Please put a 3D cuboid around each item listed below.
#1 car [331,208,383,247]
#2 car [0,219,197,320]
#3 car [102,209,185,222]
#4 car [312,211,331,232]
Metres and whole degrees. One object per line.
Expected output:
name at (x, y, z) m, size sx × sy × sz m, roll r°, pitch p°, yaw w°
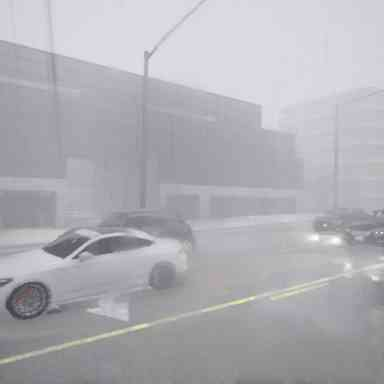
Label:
car at (8.506, 1.522, 14.364) m, size 4.902 × 1.511 × 2.128 m, roll -1°, pitch 0°, yaw -35°
car at (-2.214, 1.562, 7.494) m, size 4.674 × 1.442 × 1.812 m, roll 1°, pitch 0°, yaw -40°
car at (-2.126, 1.383, 11.081) m, size 4.553 × 1.767 × 2.097 m, roll 0°, pitch 0°, yaw -36°
car at (8.670, 1.585, 18.777) m, size 4.181 × 1.385 × 1.994 m, roll 0°, pitch 0°, yaw -35°
